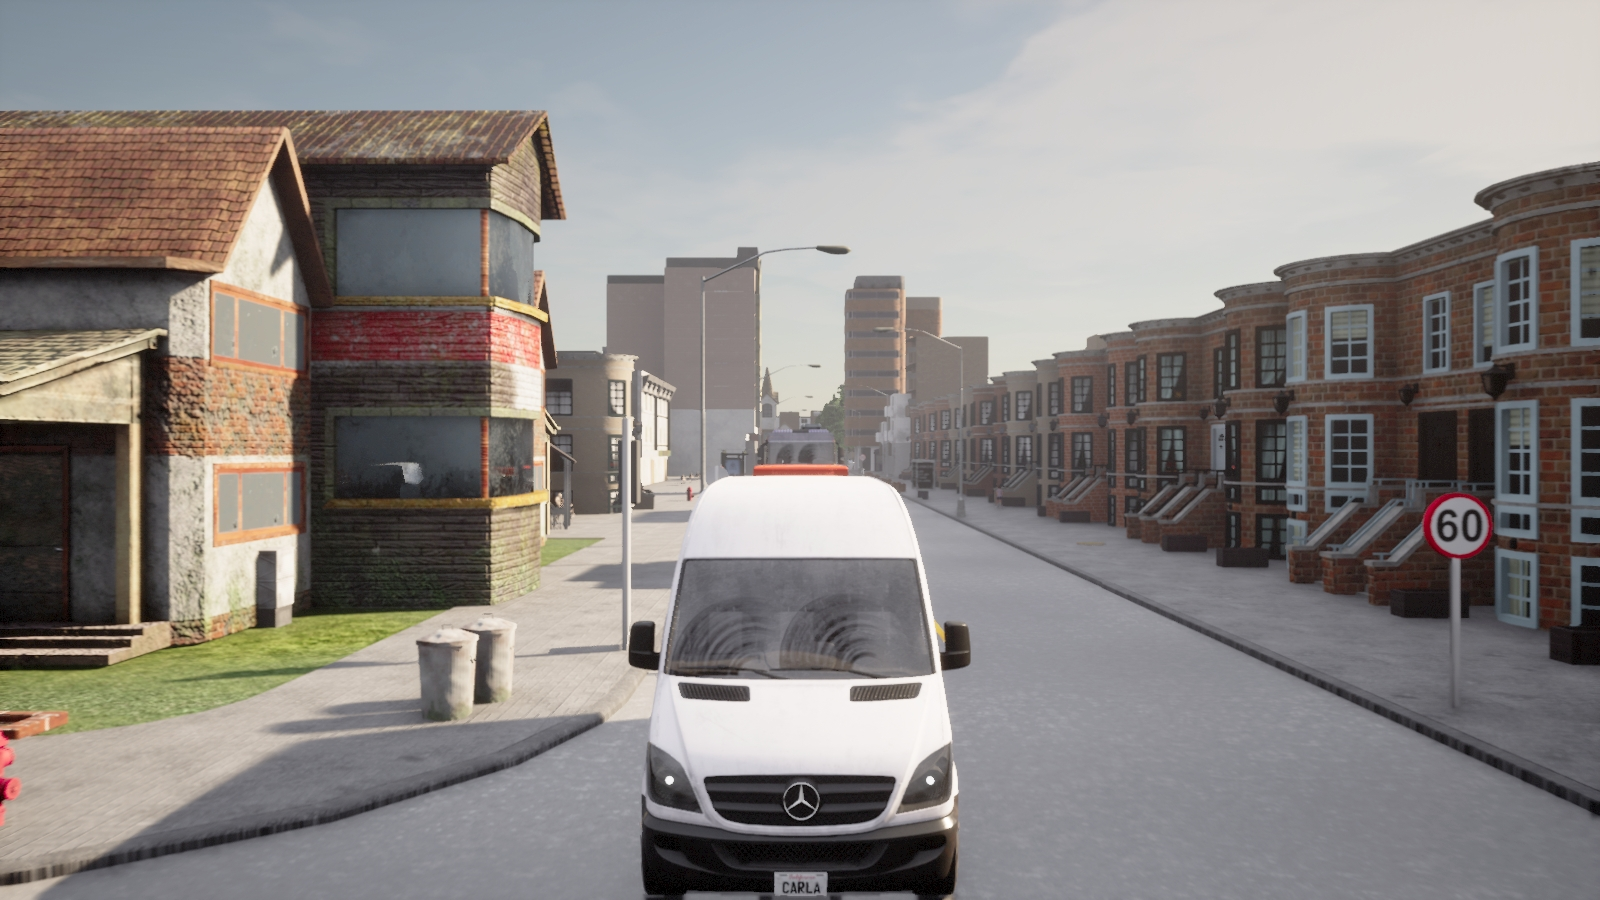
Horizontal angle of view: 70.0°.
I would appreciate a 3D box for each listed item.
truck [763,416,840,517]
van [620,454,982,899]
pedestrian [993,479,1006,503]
[{"bbox_3d":[0.031,0.659,47.484,2.891,3.827,8.468,0,-1,0],"label":"truck"},{"bbox_3d":[0.004,1.314,9.238,1.988,2.561,5.915,0,0,0],"label":"van"},{"bbox_3d":[9.216,1.898,52.793,0.500,1.100,0.500,0,0,-7],"label":"pedestrian"}]
